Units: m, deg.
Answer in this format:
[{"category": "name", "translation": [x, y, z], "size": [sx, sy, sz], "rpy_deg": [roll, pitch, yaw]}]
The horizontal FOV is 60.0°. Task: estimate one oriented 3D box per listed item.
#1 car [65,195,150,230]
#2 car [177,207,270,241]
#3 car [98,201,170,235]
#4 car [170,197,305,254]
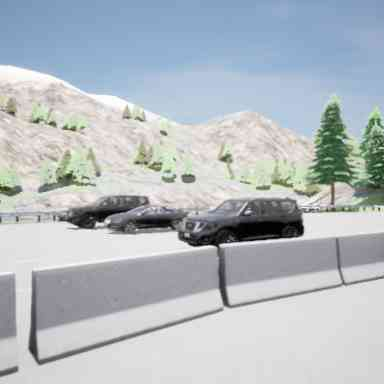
[{"category": "car", "translation": [-5.167, 1.220, 21.411], "size": [5.566, 2.045, 2.150], "rpy_deg": [0, 0, -32]}, {"category": "car", "translation": [1.698, 1.555, 17.405], "size": [4.674, 1.442, 1.812], "rpy_deg": [0, 0, -31]}, {"category": "car", "translation": [-2.451, 1.501, 18.958], "size": [4.902, 1.511, 2.128], "rpy_deg": [0, 0, -32]}, {"category": "car", "translation": [2.187, 1.250, 13.637], "size": [5.566, 2.045, 2.150], "rpy_deg": [0, 0, -32]}]
